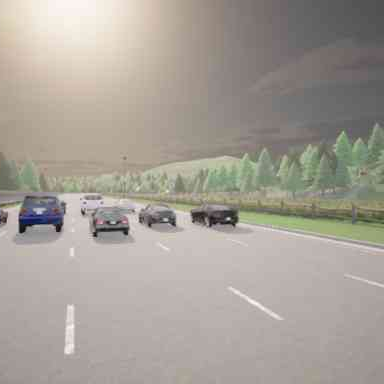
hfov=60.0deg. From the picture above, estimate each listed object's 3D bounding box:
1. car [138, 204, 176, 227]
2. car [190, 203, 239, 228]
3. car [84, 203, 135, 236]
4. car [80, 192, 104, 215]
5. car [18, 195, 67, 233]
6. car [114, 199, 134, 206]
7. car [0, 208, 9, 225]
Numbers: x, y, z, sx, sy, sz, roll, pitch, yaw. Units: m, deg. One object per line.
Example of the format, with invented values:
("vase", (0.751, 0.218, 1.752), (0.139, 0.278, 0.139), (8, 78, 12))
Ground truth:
("car", (-2.393, 1.522, 22.525), (1.812, 1.442, 4.674), (0, 0, -20))
("car", (1.362, 1.474, 22.409), (1.882, 1.535, 5.008), (0, 0, -19))
("car", (-4.687, 1.543, 18.529), (2.033, 1.411, 5.357), (0, 0, -20))
("car", (-10.417, 1.214, 34.649), (2.150, 2.045, 5.566), (0, 0, -20))
("car", (-8.921, 1.211, 19.994), (2.150, 2.045, 5.566), (0, -1, -20))
("car", (-7.582, 1.519, 37.120), (1.812, 1.442, 4.674), (0, 0, -20))
("car", (-13.107, 1.595, 21.322), (1.895, 1.301, 4.718), (0, 0, -20))
